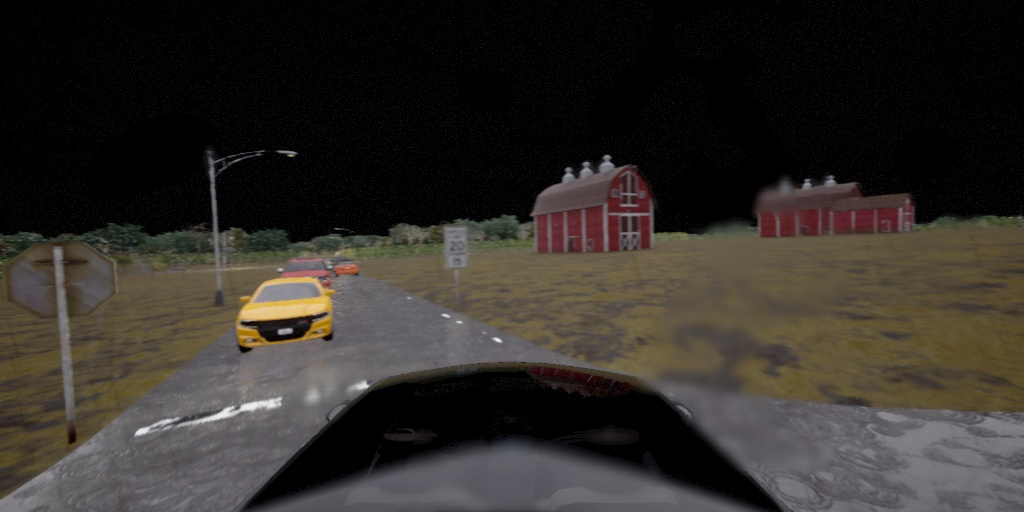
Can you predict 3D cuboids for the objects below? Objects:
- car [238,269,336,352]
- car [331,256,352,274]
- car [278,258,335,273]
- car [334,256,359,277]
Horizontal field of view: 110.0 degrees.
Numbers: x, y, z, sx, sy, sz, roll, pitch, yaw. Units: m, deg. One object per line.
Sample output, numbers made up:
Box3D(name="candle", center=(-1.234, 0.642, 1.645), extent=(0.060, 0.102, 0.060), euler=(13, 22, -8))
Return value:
Box3D(name="car", center=(-6.035, 1.355, 9.887), extent=(1.882, 1.535, 5.008), euler=(-3, 1, -28))
Box3D(name="car", center=(-22.294, 1.085, 46.774), extent=(2.150, 2.045, 5.566), euler=(-3, 2, -28))
Box3D(name="car", center=(-10.925, 1.136, 19.125), extent=(2.150, 2.045, 5.566), euler=(-3, 1, -28))
Box3D(name="car", center=(-17.286, 1.191, 37.399), extent=(2.097, 1.767, 4.553), euler=(-3, 1, -27))
